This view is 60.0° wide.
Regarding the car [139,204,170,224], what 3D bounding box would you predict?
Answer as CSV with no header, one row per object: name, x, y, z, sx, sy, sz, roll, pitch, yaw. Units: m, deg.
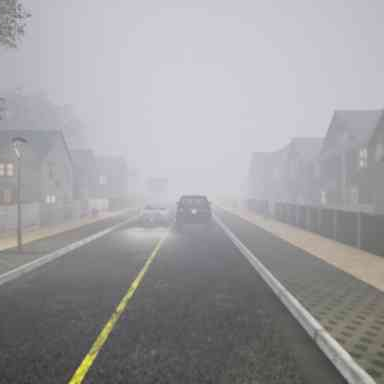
car,-2.742,1.569,24.754,1.895,1.301,4.718,0,0,0

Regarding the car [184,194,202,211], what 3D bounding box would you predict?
car,0.116,1.217,41.768,2.150,2.045,5.566,0,0,0

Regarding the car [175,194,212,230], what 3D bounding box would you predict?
car,0.106,1.191,21.188,2.150,2.045,5.566,0,0,0
